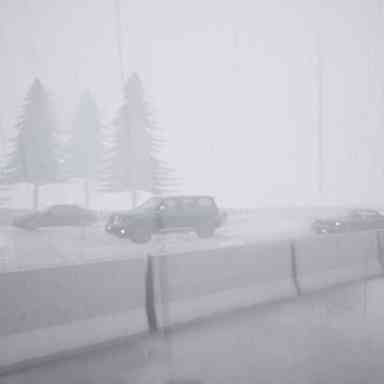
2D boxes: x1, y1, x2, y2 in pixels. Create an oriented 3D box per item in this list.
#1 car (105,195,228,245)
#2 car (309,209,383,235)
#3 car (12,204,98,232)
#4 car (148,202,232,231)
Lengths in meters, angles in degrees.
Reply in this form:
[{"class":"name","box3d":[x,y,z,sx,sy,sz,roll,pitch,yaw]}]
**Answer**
[{"class":"car","box3d":[-1.171,1.171,15.667,5.566,2.045,2.150,0,0,-32]},{"class":"car","box3d":[8.366,1.569,17.257,4.718,1.301,1.895,0,0,-29]},{"class":"car","box3d":[-7.938,1.446,19.581,4.674,1.442,1.812,0,0,-34]},{"class":"car","box3d":[-0.041,1.443,20.443,4.892,1.490,1.837,0,0,-31]}]
